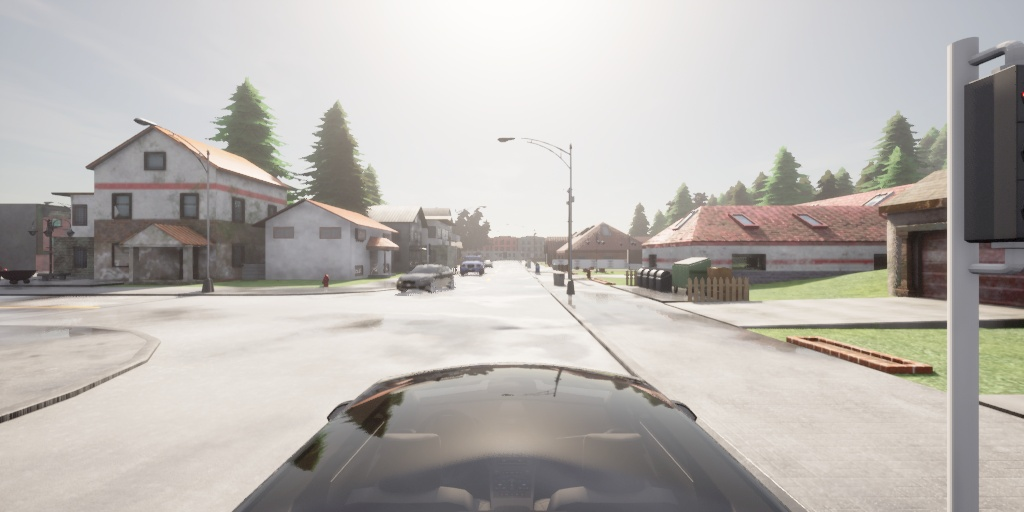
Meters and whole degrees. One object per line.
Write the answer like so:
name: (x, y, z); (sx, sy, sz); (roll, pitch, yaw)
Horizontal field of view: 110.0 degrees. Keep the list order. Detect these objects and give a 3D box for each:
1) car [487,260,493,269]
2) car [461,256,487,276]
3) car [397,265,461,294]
car: (-4.054, 1.314, 56.451); (1.994, 1.385, 4.181); (0, 0, 0)
car: (-4.101, 0.971, 37.907); (2.150, 2.045, 5.566); (0, 0, -1)
car: (-4.780, 1.257, 20.589); (1.837, 1.490, 4.892); (0, 0, 11)
